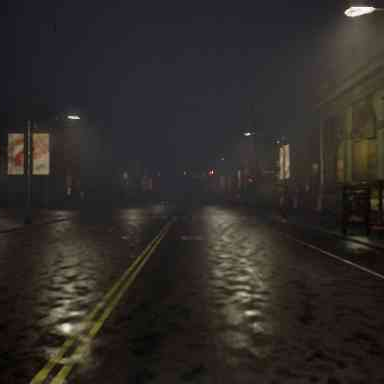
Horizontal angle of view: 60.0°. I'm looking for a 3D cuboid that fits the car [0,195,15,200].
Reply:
[{"bbox_3d":[-46.046,2.095,80.587,4.674,1.452,2.002,0,-1,0],"label":"car"}]
